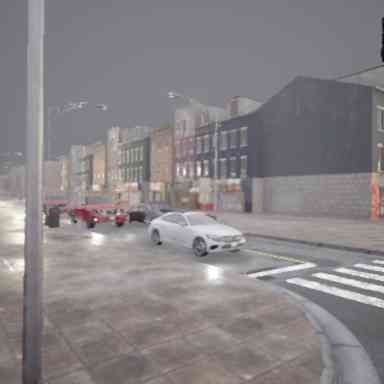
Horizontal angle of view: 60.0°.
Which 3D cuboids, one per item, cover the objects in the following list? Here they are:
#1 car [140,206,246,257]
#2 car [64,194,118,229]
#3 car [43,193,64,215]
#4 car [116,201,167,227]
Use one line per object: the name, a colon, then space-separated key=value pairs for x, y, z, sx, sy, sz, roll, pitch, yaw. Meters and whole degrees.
car: x=0.017 y=1.477 z=12.973 sx=1.812 sy=1.442 sz=4.674 roll=1 pitch=0 yaw=-37
car: x=-6.241 y=1.145 z=21.582 sx=2.150 sy=2.045 sz=5.566 roll=1 pitch=0 yaw=-36
car: x=-12.537 y=1.122 z=30.311 sx=2.150 sy=2.045 sz=5.566 roll=1 pitch=0 yaw=-36
car: x=-2.807 y=1.451 z=21.883 sx=2.128 sy=1.511 sz=4.902 roll=1 pitch=0 yaw=-36
